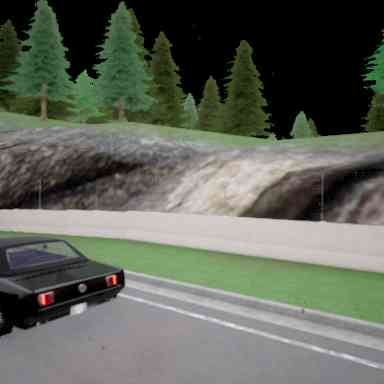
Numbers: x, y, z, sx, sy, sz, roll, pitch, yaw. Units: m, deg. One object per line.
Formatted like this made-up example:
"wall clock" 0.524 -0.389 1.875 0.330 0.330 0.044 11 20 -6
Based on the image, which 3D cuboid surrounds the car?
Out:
"car" -3.597 1.539 6.542 4.718 1.301 1.895 1 0 35
